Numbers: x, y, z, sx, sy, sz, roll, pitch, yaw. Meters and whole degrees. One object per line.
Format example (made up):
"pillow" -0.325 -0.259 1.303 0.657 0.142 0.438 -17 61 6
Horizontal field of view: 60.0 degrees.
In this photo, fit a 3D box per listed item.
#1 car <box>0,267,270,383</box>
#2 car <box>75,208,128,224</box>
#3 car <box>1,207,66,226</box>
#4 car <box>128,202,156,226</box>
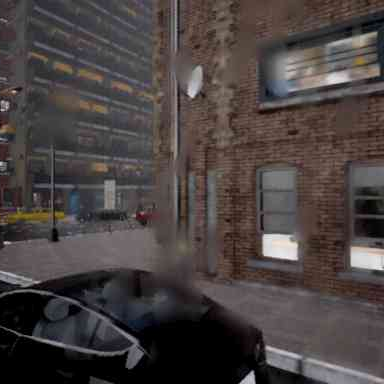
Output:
"car" -1.281 1.570 3.791 4.313 1.339 1.947 0 0 36
"car" -7.699 2.018 28.847 1.895 1.301 4.718 0 -1 35
"car" -12.526 1.866 26.495 1.752 1.417 4.829 -1 -2 35
"car" -2.308 1.733 26.541 2.192 1.841 5.009 -2 -2 35
